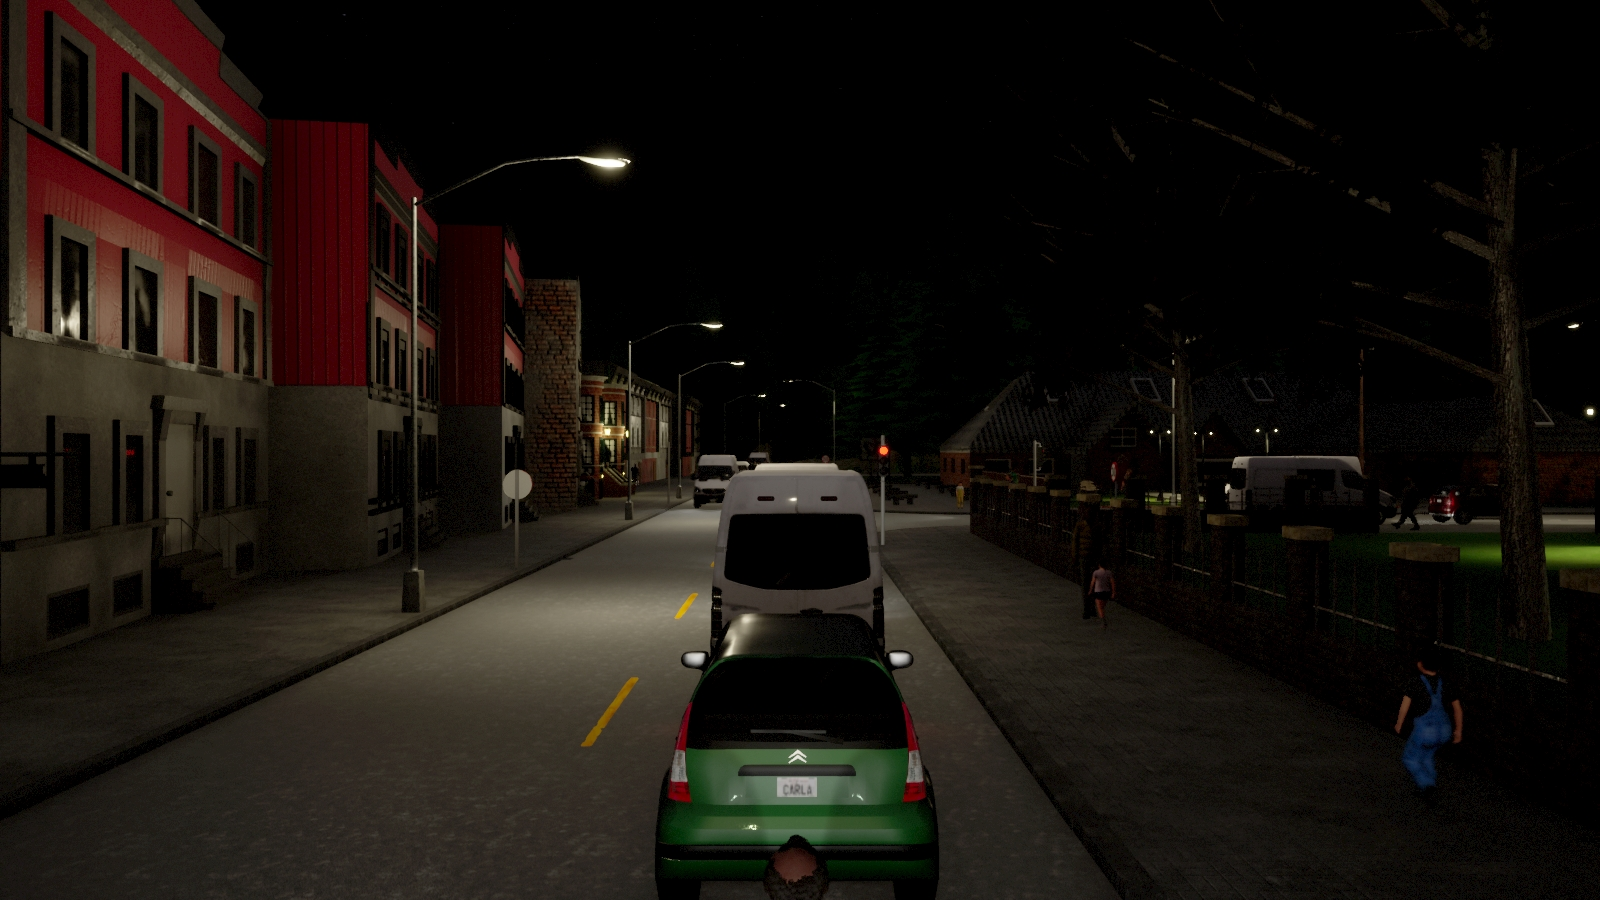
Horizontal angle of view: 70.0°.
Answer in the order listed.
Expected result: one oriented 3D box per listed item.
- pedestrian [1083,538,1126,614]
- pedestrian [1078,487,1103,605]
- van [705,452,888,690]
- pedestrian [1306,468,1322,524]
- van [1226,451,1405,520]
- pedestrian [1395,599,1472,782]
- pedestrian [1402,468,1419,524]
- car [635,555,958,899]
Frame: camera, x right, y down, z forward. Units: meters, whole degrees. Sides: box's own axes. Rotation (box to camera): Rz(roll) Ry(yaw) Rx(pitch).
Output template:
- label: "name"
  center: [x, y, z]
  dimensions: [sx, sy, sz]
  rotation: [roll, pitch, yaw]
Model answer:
- label: "pedestrian"
  center: [4.626, 1.904, 17.383]
  dimensions: [0.500, 1.100, 0.500]
  rotation: [0, 0, -5]
- label: "pedestrian"
  center: [4.649, 1.525, 18.304]
  dimensions: [0.375, 1.860, 0.375]
  rotation: [0, 0, 11]
- label: "van"
  center: [-0.048, 1.314, 15.312]
  dimensions: [1.988, 2.561, 5.915]
  rotation: [0, 0, 0]
- label: "pedestrian"
  center: [17.157, 1.525, 38.116]
  dimensions: [0.375, 1.860, 0.375]
  rotation: [0, 0, 2]
- label: "van"
  center: [19.552, 1.314, 43.543]
  dimensions: [5.915, 2.561, 1.988]
  rotation: [0, 0, 1]
- label: "pedestrian"
  center: [4.786, 1.805, 8.643]
  dimensions: [0.375, 1.300, 0.375]
  rotation: [0, 0, 0]
- label: "pedestrian"
  center: [20.351, 1.525, 38.093]
  dimensions: [0.375, 1.860, 0.375]
  rotation: [0, 0, 0]
- label: "car"
  center: [-0.023, 1.779, 8.527]
  dimensions: [1.851, 1.617, 3.988]
  rotation: [0, 0, 0]
